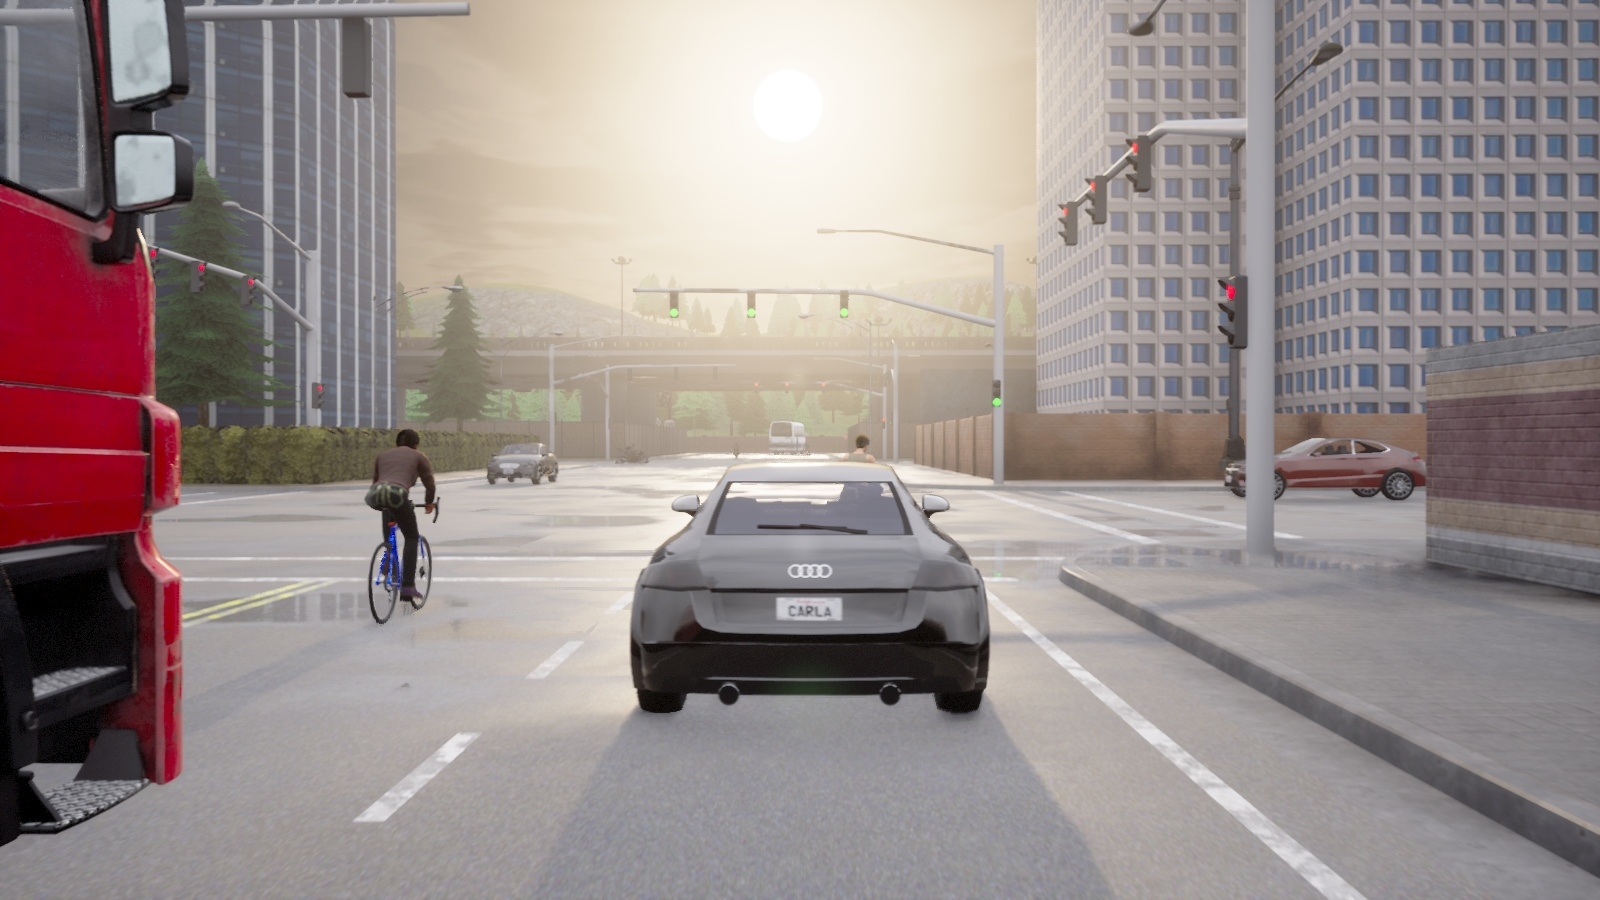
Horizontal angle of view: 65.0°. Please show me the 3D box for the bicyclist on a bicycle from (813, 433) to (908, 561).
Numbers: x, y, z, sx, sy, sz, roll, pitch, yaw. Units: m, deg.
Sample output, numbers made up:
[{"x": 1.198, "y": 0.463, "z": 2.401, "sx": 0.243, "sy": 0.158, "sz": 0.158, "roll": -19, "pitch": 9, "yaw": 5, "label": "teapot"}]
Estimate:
[{"x": 0.829, "y": 0.592, "z": 16.847, "sx": 0.866, "sy": 1.612, "sz": 1.509, "roll": 2, "pitch": 1, "yaw": 18, "label": "bicyclist on a bicycle"}]

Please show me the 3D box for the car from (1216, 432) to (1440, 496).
[{"x": 13.896, "y": 0.355, "z": 33.279, "sx": 5.027, "sy": 1.651, "sz": 2.152, "roll": 0, "pitch": 0, "yaw": 1, "label": "car"}]

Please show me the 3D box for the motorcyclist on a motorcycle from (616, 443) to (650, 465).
[{"x": -11.417, "y": 0.284, "z": 85.998, "sx": 2.191, "sy": 1.530, "sz": 0.866, "roll": 0, "pitch": 0, "yaw": 0, "label": "motorcyclist on a motorcycle"}]

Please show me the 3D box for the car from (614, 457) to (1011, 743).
[{"x": 0.071, "y": 0.765, "z": 8.392, "sx": 1.994, "sy": 1.385, "sz": 4.181, "roll": 0, "pitch": 0, "yaw": 0, "label": "car"}]

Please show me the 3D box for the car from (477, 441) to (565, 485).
[{"x": -10.219, "y": 0.442, "z": 46.424, "sx": 2.128, "sy": 1.511, "sz": 4.902, "roll": 0, "pitch": 0, "yaw": 0, "label": "car"}]

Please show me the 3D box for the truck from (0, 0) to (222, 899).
[{"x": -3.482, "y": -0.239, "z": 0.403, "sx": 2.891, "sy": 3.462, "sz": 7.936, "roll": 0, "pitch": 0, "yaw": 0, "label": "truck"}]

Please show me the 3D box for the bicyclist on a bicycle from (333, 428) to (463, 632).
[{"x": -3.424, "y": 0.638, "z": 10.821, "sx": 0.582, "sy": 1.620, "sz": 1.656, "roll": 0, "pitch": 0, "yaw": 0, "label": "bicyclist on a bicycle"}]
